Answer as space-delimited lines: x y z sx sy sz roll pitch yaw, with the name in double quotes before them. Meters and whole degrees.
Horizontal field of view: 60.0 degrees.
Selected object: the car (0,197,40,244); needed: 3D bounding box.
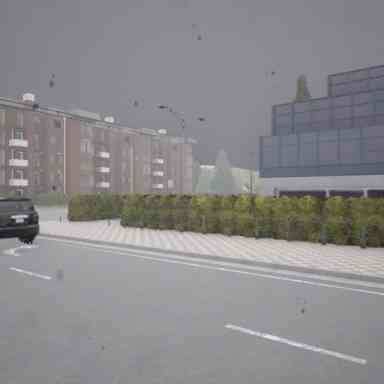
"car" -8.968 1.221 14.632 5.566 2.045 2.150 0 0 35
